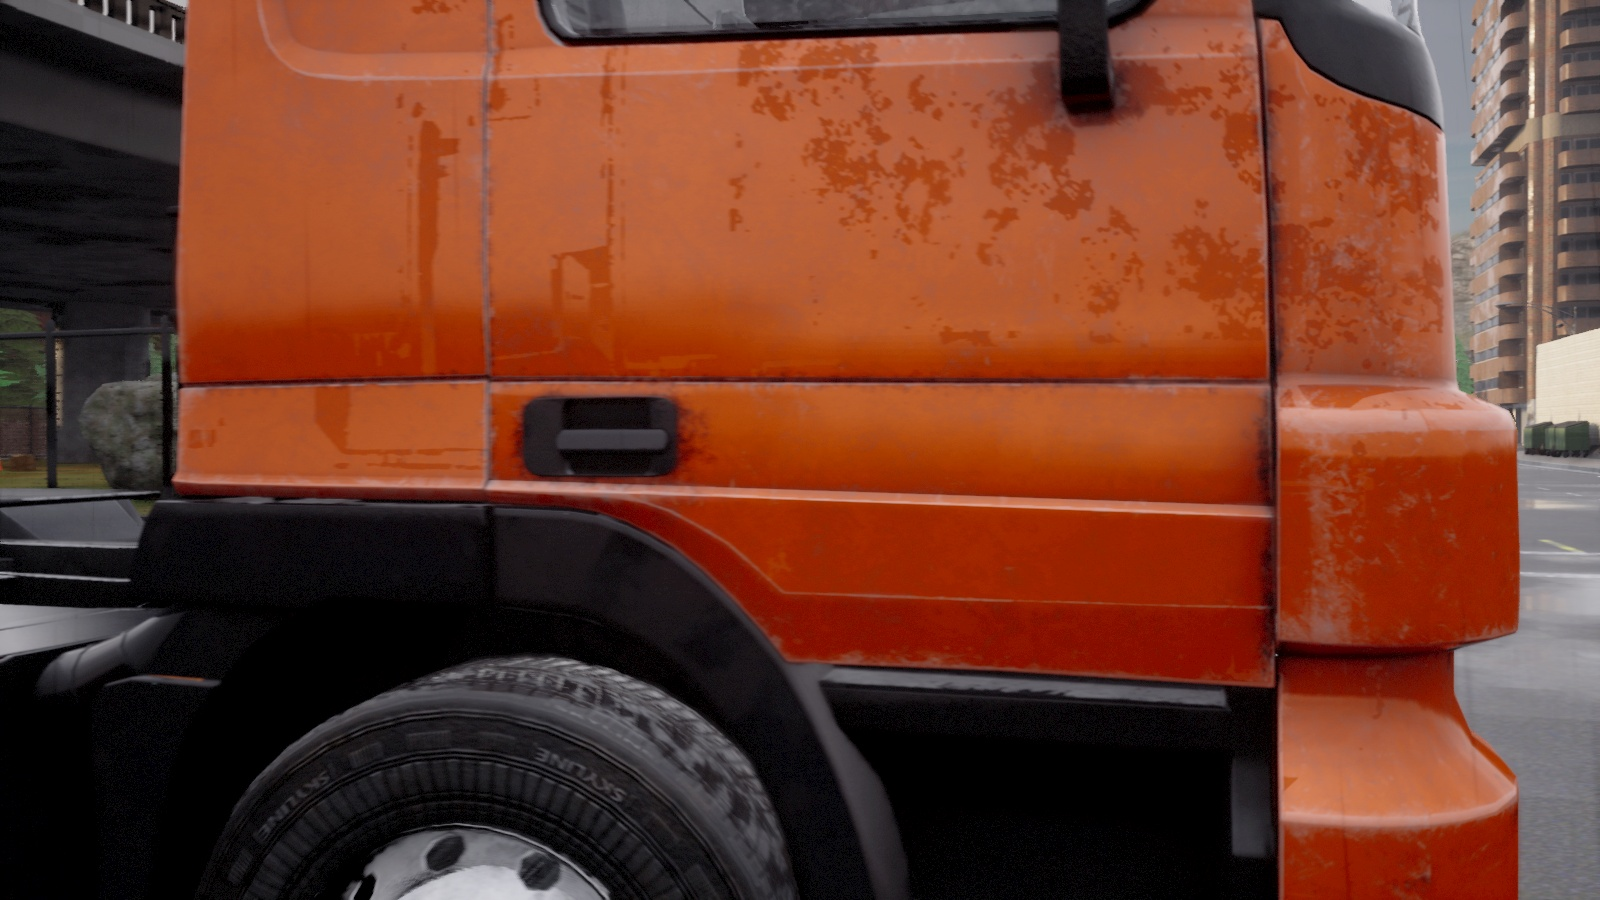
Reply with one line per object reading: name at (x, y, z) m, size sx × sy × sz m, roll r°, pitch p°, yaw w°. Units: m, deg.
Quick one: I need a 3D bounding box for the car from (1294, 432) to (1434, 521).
car at (10.610, 0.418, 23.924) m, size 2.007 × 1.525 × 4.514 m, roll 0°, pitch 1°, yaw 19°

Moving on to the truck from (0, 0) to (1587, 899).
truck at (-2.394, -0.224, 4.108) m, size 7.936 × 3.462 × 2.891 m, roll 0°, pitch 1°, yaw 17°
